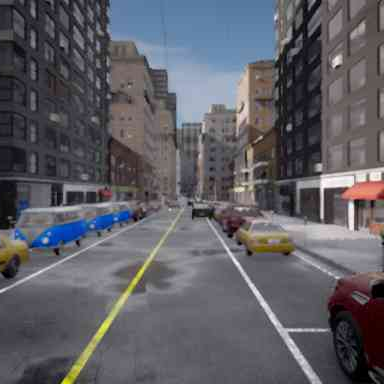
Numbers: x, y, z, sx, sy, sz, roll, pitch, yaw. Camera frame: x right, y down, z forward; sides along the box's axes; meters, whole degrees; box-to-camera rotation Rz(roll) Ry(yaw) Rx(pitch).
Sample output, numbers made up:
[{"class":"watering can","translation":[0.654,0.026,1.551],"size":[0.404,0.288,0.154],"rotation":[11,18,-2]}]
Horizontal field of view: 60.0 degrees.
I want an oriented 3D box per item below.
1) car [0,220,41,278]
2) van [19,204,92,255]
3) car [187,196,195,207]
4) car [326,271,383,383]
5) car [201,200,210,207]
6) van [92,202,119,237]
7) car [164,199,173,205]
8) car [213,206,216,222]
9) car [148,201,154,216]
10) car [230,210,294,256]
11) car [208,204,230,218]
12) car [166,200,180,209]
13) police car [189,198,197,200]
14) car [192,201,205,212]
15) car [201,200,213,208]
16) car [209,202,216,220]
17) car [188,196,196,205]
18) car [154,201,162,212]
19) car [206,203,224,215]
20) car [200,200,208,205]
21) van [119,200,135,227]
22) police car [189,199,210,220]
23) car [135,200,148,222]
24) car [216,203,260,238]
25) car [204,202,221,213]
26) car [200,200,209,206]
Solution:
[{"class":"car","translation":[-5.678,1.626,7.947],"size":[1.752,1.417,4.829],"rotation":[-1,-1,0]},{"class":"van","translation":[-5.681,1.513,13.705],"size":[1.690,1.788,3.998],"rotation":[-1,-1,0]},{"class":"car","translation":[-0.013,2.206,68.960],"size":[1.882,1.535,5.008],"rotation":[0,-1,0]},{"class":"car","translation":[2.848,1.349,2.536],"size":[2.192,1.841,5.009],"rotation":[-1,-1,0]},{"class":"car","translation":[2.854,2.367,69.728],"size":[1.752,1.417,4.829],"rotation":[-1,-1,0]},{"class":"van","translation":[-5.682,1.582,19.291],"size":[1.690,1.788,3.998],"rotation":[-1,-1,0]},{"class":"car","translation":[-5.691,2.511,80.727],"size":[1.887,1.381,4.507],"rotation":[-1,-1,0]},{"class":"car","translation":[2.852,1.892,24.874],"size":[1.802,1.307,4.206],"rotation":[-1,-1,0]},{"class":"car","translation":[-5.684,1.884,36.045],"size":[1.967,1.590,4.097],"rotation":[-1,-1,0]},{"class":"car","translation":[2.851,1.701,13.874],"size":[1.752,1.417,4.829],"rotation":[-1,-1,0]},{"class":"car","translation":[2.852,2.011,36.045],"size":[1.947,1.339,4.313],"rotation":[-1,-1,0]},{"class":"car","translation":[-3.063,2.265,57.637],"size":[1.994,1.385,4.181],"rotation":[0,-1,1]},{"class":"police car","translation":[0.892,1.951,42.798],"size":[1.930,1.638,5.238],"rotation":[0,-1,0]},{"class":"car","translation":[0.891,2.123,48.687],"size":[1.812,1.442,4.674],"rotation":[0,-1,0]},{"class":"car","translation":[2.854,2.327,63.973],"size":[2.008,1.369,4.403],"rotation":[-1,-1,0]},{"class":"car","translation":[2.851,1.905,30.630],"size":[1.752,1.417,4.829],"rotation":[-1,-1,0]},{"class":"car","translation":[-0.016,2.064,83.633],"size":[2.150,2.045,5.566],"rotation":[0,-1,0]},{"class":"car","translation":[-5.686,2.018,47.216],"size":[1.967,1.590,4.097],"rotation":[-1,-1,0]},{"class":"car","translation":[2.853,2.078,41.631],"size":[1.947,1.339,4.313],"rotation":[-1,-1,0]},{"class":"car","translation":[2.854,2.549,80.729],"size":[1.802,1.307,4.206],"rotation":[-1,-1,0]},{"class":"van","translation":[-5.683,1.651,24.876],"size":[1.690,1.788,3.998],"rotation":[-1,-1,0]},{"class":"police car","translation":[0.894,1.831,32.798],"size":[1.930,1.638,5.238],"rotation":[0,-1,0]},{"class":"car","translation":[-5.684,1.692,30.462],"size":[2.192,1.841,5.009],"rotation":[-1,-1,0]},{"class":"car","translation":[2.849,1.557,19.292],"size":[2.192,1.841,5.009],"rotation":[-1,-1,0]},{"class":"car","translation":[2.853,2.130,47.216],"size":[2.008,1.369,4.403],"rotation":[-1,-1,0]},{"class":"car","translation":[2.854,2.469,75.144],"size":[1.947,1.339,4.313],"rotation":[-1,-1,0]}]
